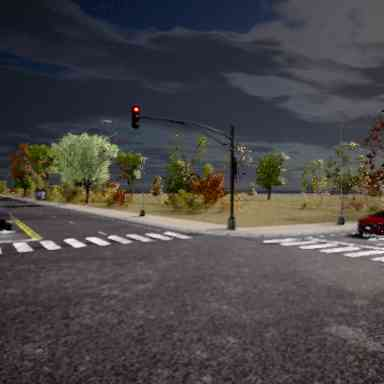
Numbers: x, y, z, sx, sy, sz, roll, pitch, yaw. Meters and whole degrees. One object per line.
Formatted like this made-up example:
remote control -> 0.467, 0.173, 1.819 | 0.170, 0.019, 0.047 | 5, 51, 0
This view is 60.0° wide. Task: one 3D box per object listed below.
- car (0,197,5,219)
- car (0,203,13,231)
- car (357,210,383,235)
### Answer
car -> -17.300, 1.334, 28.419 | 2.097, 1.767, 4.553 | 0, 0, -32
car -> -11.982, 1.537, 20.026 | 2.033, 1.411, 5.357 | 0, 0, -32
car -> 11.824, 1.759, 19.636 | 5.008, 1.535, 1.882 | 1, 0, -32
